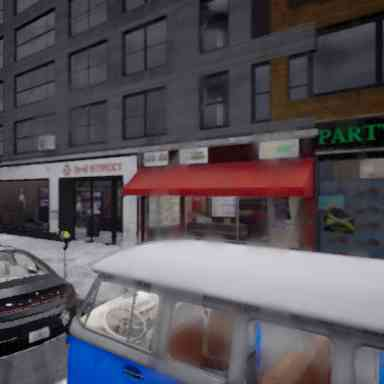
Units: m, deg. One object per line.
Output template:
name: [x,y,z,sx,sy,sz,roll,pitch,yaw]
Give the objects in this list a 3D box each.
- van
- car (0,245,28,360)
van: [0.796,1.341,2.241,3.998,1.788,1.690,0,0,36]
car: [-3.690,1.553,5.442,4.403,1.369,2.008,0,0,36]
